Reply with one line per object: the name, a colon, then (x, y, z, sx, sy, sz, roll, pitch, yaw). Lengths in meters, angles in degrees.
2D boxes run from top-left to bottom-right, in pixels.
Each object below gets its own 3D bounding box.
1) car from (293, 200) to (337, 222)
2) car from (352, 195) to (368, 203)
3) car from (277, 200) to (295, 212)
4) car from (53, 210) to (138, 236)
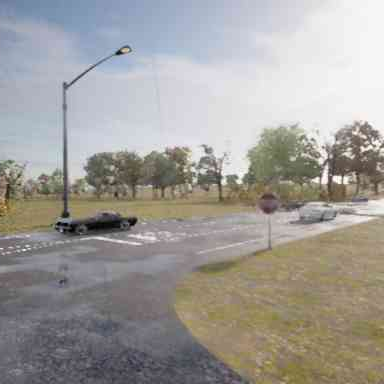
car: (10.262, 1.546, 27.069, 1.812, 1.442, 4.674, 0, 0, 41)
car: (31.051, 1.267, 61.407, 1.837, 1.490, 4.892, 0, 0, 41)
car: (11.401, 1.587, 38.992, 1.895, 1.301, 4.718, 0, 0, 41)
car: (-5.587, 1.759, 19.613, 1.895, 1.301, 4.718, 0, 0, 41)
